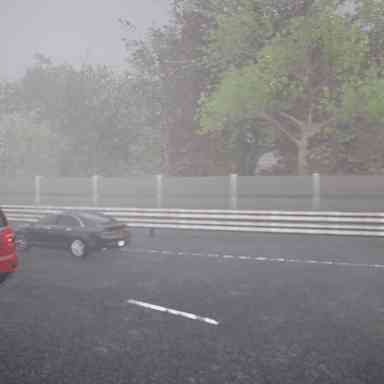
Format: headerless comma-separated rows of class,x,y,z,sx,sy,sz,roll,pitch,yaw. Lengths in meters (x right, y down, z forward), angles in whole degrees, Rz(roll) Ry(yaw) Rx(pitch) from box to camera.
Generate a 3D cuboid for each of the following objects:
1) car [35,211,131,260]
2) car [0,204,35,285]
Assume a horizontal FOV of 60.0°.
car,-4.544,1.455,12.240,4.892,1.490,1.837,1,0,27
car,-6.464,1.189,7.825,5.566,2.045,2.150,0,0,31
